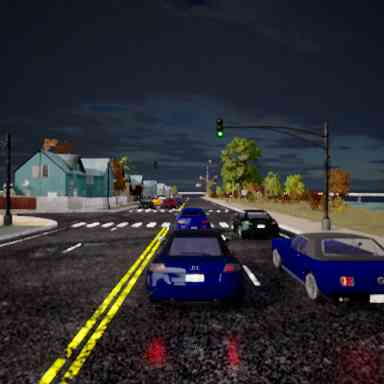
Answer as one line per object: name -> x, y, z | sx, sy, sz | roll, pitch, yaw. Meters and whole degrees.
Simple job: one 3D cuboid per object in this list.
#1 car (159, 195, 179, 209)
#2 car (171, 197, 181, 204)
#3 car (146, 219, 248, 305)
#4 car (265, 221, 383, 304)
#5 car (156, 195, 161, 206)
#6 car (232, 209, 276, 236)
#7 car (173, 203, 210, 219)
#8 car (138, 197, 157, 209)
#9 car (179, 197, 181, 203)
car -> -3.384, 1.680, 49.857 | 1.882, 1.535, 5.008 | 0, 0, 1
car -> -3.317, 1.782, 70.141 | 1.882, 1.535, 5.008 | 0, 0, 0
car -> 0.084, 1.593, 8.254 | 1.994, 1.385, 4.181 | 0, 0, 1
car -> 3.346, 1.630, 8.179 | 1.895, 1.301, 4.718 | 0, 0, 0
car -> -6.629, 1.725, 58.975 | 1.882, 1.535, 5.008 | 0, 0, 0
car -> 3.332, 1.629, 18.060 | 1.994, 1.385, 4.181 | 0, 0, 0
car -> 0.023, 1.592, 18.476 | 1.812, 1.442, 4.674 | 0, 0, -1
car -> -6.638, 1.761, 48.736 | 1.994, 1.385, 4.181 | 0, 0, 0
car -> -3.379, 1.743, 59.775 | 2.128, 1.511, 4.902 | 0, 0, 0
